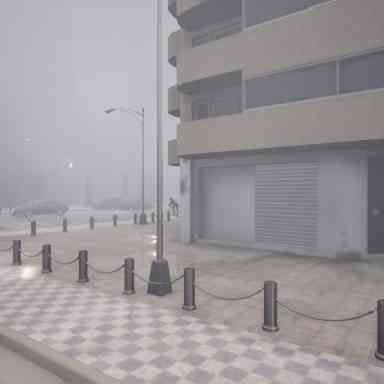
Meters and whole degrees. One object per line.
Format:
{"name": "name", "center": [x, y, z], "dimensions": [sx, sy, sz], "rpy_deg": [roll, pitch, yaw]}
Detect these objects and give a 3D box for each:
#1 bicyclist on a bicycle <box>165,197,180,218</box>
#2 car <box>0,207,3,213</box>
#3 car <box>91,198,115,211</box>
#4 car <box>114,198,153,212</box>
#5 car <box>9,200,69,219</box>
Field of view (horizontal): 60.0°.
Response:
{"name": "bicyclist on a bicycle", "center": [-1.539, 1.246, 26.504], "dimensions": [1.656, 1.620, 0.582], "rpy_deg": [0, 0, 36]}
{"name": "car", "center": [-18.617, 1.545, 27.644], "dimensions": [1.895, 1.301, 4.718], "rpy_deg": [0, 0, 36]}
{"name": "car", "center": [-9.766, 1.449, 39.832], "dimensions": [1.837, 1.490, 4.892], "rpy_deg": [0, 0, 36]}
{"name": "car", "center": [-6.441, 1.509, 38.454], "dimensions": [1.994, 1.385, 4.181], "rpy_deg": [0, 0, 36]}
{"name": "car", "center": [-13.239, 1.436, 29.078], "dimensions": [2.128, 1.511, 4.902], "rpy_deg": [0, 0, 36]}
